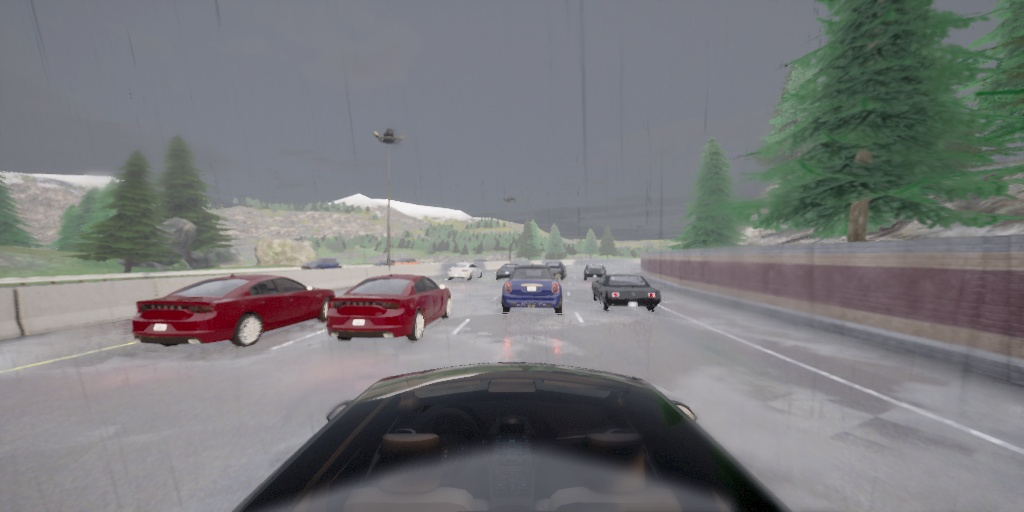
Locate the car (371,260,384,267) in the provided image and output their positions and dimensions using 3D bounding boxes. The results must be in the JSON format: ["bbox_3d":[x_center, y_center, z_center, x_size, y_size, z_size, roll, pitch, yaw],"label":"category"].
[{"bbox_3d":[-17.054,1.223,48.818,1.837,1.490,4.892,0,-1,18],"label":"car"}]

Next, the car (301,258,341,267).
[{"bbox_3d":[-22.551,1.047,42.374,2.097,1.767,4.553,0,0,15],"label":"car"}]

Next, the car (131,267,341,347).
[{"bbox_3d":[-6.559,1.210,9.301,1.882,1.535,5.008,0,0,3],"label":"car"}]

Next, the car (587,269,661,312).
[{"bbox_3d":[4.372,1.369,14.502,1.895,1.301,4.718,0,0,6],"label":"car"}]

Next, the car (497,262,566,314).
[{"bbox_3d":[0.848,1.109,14.036,2.097,1.767,4.553,0,0,5],"label":"car"}]

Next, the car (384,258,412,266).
[{"bbox_3d":[-14.055,1.076,46.649,2.097,1.767,4.553,0,0,17],"label":"car"}]

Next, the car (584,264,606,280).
[{"bbox_3d":[7.407,1.386,31.880,1.895,1.301,4.718,0,0,14],"label":"car"}]

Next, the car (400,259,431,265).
[{"bbox_3d":[-11.260,1.333,43.937,1.895,1.301,4.718,0,0,17],"label":"car"}]

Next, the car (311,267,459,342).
[{"bbox_3d":[-3.016,1.222,9.877,1.882,1.535,5.008,0,0,3],"label":"car"}]

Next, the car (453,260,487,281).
[{"bbox_3d":[-3.829,1.275,29.697,1.812,1.442,4.674,0,0,12],"label":"car"}]
